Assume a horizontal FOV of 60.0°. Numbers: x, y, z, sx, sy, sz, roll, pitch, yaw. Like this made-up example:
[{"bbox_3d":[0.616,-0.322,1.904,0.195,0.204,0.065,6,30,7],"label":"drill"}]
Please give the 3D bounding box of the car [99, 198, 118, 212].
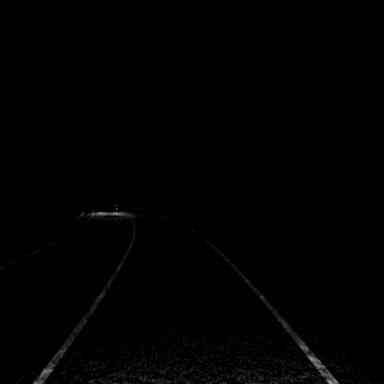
[{"bbox_3d":[-9.887,1.457,39.374,2.097,1.767,4.553,1,0,-16],"label":"car"}]
